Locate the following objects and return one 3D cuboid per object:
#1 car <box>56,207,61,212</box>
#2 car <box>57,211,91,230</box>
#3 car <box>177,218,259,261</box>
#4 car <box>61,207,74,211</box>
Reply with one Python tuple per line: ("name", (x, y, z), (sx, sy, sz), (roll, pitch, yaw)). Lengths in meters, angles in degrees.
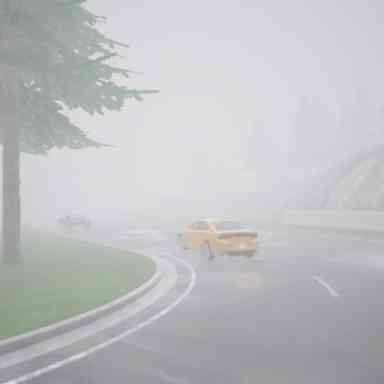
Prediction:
("car", (-34.350, 4.595, 86.976), (1.812, 1.442, 4.674), (0, -2, -25))
("car", (-10.794, 2.655, 30.327), (1.895, 1.301, 4.718), (0, -2, -34))
("car", (0.895, 1.855, 14.161), (1.882, 1.535, 5.008), (1, -2, -21))
("car", (-24.051, 3.791, 65.013), (1.812, 1.442, 4.674), (0, -2, -25))
